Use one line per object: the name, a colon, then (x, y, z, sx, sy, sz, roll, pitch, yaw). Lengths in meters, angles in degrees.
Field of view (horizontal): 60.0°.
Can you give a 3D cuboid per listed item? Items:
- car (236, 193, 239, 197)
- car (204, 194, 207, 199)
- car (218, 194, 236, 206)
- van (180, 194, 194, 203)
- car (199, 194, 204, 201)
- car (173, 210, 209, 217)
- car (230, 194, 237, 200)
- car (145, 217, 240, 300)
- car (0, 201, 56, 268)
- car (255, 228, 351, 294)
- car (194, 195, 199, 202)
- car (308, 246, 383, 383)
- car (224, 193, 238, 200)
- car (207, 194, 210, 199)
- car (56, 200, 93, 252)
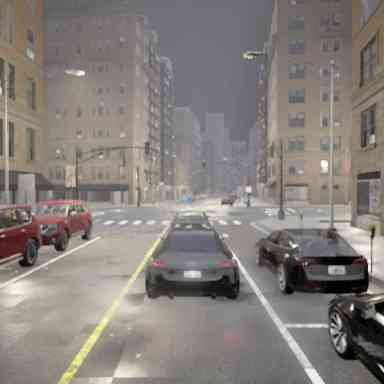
car: (10.556, 1.156, 85.523, 2.192, 1.841, 5.009, 0, 0, 9)
car: (2.131, 1.409, 86.812, 1.802, 1.307, 4.206, 0, 0, 9)
car: (5.569, 1.485, 52.922, 1.947, 1.339, 4.313, 0, 0, 9)
van: (-1.196, 1.214, 65.078, 1.690, 1.788, 3.998, 0, 0, 9)
car: (1.273, 1.361, 81.211, 1.752, 1.417, 4.829, 0, 0, 9)
car: (-0.055, 1.586, 17.270, 1.895, 1.301, 4.718, 0, 0, 0)
car: (11.414, 1.359, 91.125, 1.752, 1.417, 4.829, 0, 0, 9)
car: (0.022, 1.557, 8.441, 1.994, 1.385, 4.181, 0, 0, 0)
car: (-5.703, 1.308, 8.541, 2.192, 1.841, 5.009, -1, 0, 0)
car: (2.825, 1.559, 8.577, 1.947, 1.339, 4.313, -1, 0, 0)
car: (-0.364, 1.299, 70.512, 1.967, 1.590, 4.097, 0, 0, 9)
car: (2.844, 1.564, 3.071, 1.947, 1.339, 4.313, -1, 0, 0)
car: (7.233, 1.453, 63.789, 1.947, 1.339, 4.313, 0, 0, 9)
car: (2.961, 1.260, 92.247, 1.967, 1.590, 4.097, 0, 0, 9)
car: (-5.722, 1.303, 14.048, 2.192, 1.841, 5.009, -1, 0, 0)
